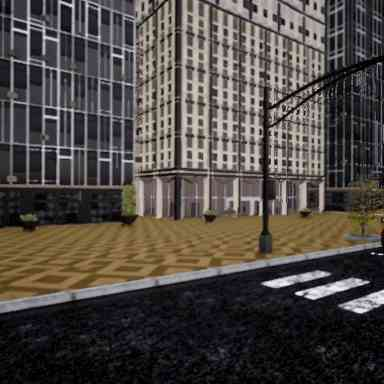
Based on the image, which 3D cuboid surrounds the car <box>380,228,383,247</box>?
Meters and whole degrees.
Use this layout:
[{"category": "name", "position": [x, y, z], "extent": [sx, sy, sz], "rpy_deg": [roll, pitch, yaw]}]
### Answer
[{"category": "car", "position": [9.682, 1.483, 13.472], "extent": [5.009, 1.841, 2.192], "rpy_deg": [1, -1, -35]}]
